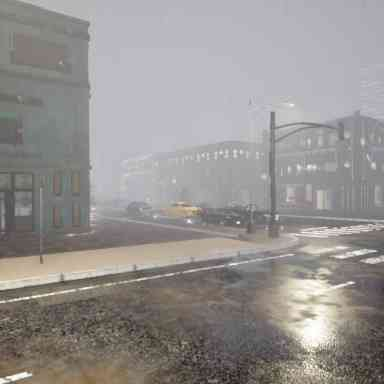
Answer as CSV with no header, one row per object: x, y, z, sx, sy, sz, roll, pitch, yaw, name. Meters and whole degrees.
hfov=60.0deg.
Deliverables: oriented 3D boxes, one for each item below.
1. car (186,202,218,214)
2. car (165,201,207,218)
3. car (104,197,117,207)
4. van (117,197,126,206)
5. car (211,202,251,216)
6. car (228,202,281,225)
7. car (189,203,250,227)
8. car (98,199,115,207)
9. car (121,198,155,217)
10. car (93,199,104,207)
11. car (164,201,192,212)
1.150,1.903,41.494,1.802,1.307,4.206,-1,0,-35,car
-0.917,1.803,34.305,1.882,1.535,5.008,-1,0,-34,car
-14.566,1.939,64.278,2.192,1.841,5.009,-1,0,-35,car
-11.424,1.907,59.721,1.690,1.788,3.998,-1,0,-35,van
4.291,1.809,36.937,2.008,1.369,4.403,-2,0,-35,car
4.769,1.702,26.075,2.128,1.511,4.902,-1,0,-33,car
2.028,1.814,25.242,1.947,1.339,4.313,-1,0,-35,car
-17.703,2.227,68.835,1.887,1.381,4.507,-1,0,-35,car
-5.752,1.846,36.735,1.967,1.590,4.097,-1,0,-35,car
-19.488,2.189,66.864,2.128,1.511,4.902,-1,0,-35,car
-1.991,1.966,46.050,1.802,1.307,4.206,-1,0,-35,car
